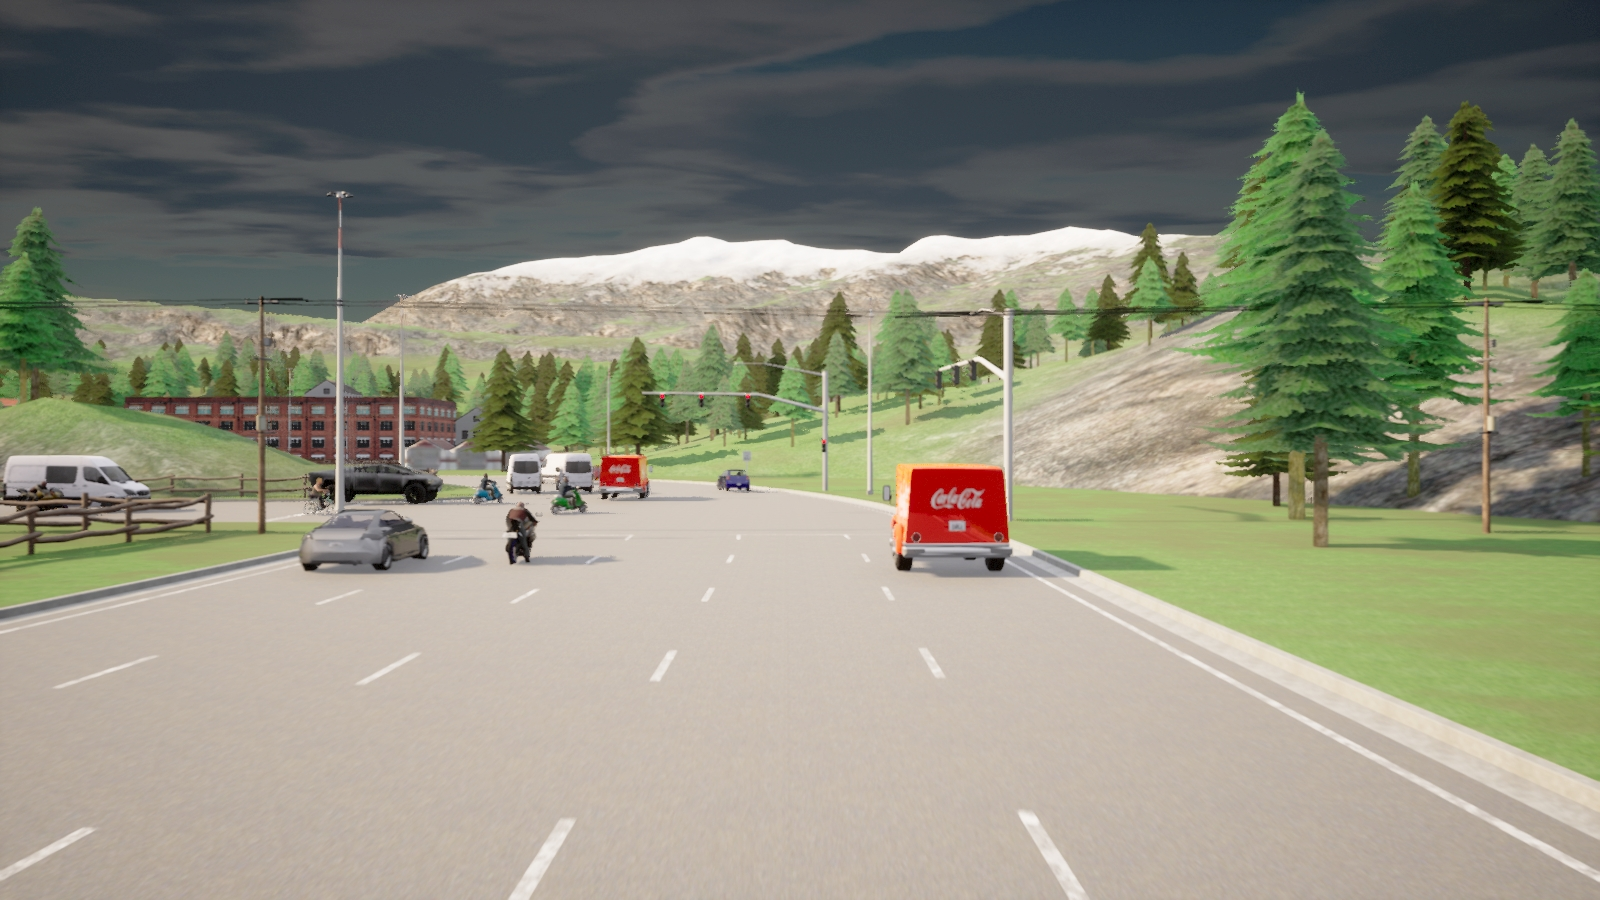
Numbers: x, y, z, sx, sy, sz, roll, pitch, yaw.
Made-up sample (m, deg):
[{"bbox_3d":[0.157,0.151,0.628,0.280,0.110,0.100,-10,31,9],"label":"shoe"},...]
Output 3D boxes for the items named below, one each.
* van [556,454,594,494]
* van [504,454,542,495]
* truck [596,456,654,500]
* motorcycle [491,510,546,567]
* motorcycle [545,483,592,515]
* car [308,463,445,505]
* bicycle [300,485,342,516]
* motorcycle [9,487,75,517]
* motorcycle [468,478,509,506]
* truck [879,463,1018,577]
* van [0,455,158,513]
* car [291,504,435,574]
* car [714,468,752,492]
[{"bbox_3d":[-14.923,1.535,75.612,1.988,2.561,5.915,0,0,-15],"label":"van"},{"bbox_3d":[-18.257,1.535,75.156,1.988,2.561,5.915,0,0,-18],"label":"van"},{"bbox_3d":[-10.034,1.566,66.059,2.627,2.467,5.204,0,0,-1],"label":"truck"},{"bbox_3d":[-7.078,2.205,28.866,0.867,1.251,2.209,0,0,-1],"label":"motorcycle"},{"bbox_3d":[-10.127,2.142,50.017,1.805,1.316,0.856,0,-2,-40],"label":"motorcycle"},{"bbox_3d":[-21.936,1.754,59.378,6.274,2.098,2.390,0,0,-5],"label":"car"},{"bbox_3d":[-20.481,2.158,48.894,1.487,1.276,0.859,0,-1,-7],"label":"bicycle"},{"bbox_3d":[-32.168,2.206,48.523,2.209,1.251,0.867,0,0,-1],"label":"motorcycle"},{"bbox_3d":[-16.045,2.142,58.874,0.856,1.316,1.805,-8,-5,42],"label":"motorcycle"},{"bbox_3d":[3.447,1.568,27.756,2.627,2.467,5.204,0,0,-1],"label":"truck"},{"bbox_3d":[-32.767,1.535,52.010,5.915,2.561,1.988,0,0,-1],"label":"van"},{"bbox_3d":[-10.555,2.119,27.932,1.994,1.385,4.181,0,0,-1],"label":"car"},{"bbox_3d":[-4.584,2.039,77.878,1.845,1.501,3.633,0,0,-16],"label":"car"}]
